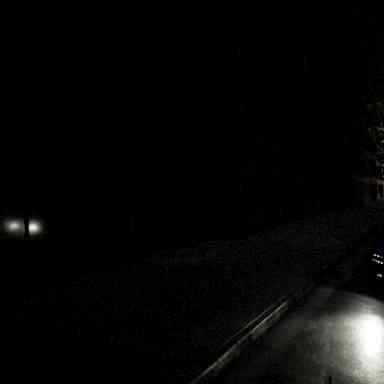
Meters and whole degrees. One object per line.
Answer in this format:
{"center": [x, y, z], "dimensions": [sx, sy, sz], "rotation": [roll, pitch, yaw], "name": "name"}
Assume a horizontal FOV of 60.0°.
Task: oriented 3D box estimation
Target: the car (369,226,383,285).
{"center": [5.885, 1.361, 8.657], "dimensions": [1.882, 1.535, 5.008], "rotation": [-1, 0, 35], "name": "car"}
